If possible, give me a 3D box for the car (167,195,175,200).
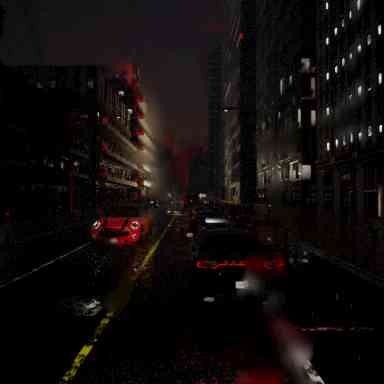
[{"bbox_3d":[-5.798,1.596,91.408,1.802,1.307,4.206,1,0,0],"label":"car"}]

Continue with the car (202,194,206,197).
[{"bbox_3d":[2.615,1.538,52.847,1.752,1.417,4.829,1,0,0],"label":"car"}]

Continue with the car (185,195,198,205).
[{"bbox_3d":[-0.100,1.366,58.893,2.097,1.767,4.553,0,0,0],"label":"car"}]

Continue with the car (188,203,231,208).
[{"bbox_3d":[0.848,1.533,18.317,1.812,1.442,4.674,0,0,0],"label":"car"}]

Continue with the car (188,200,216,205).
[{"bbox_3d":[0.807,1.535,24.315,1.812,1.442,4.674,0,0,0],"label":"car"}]

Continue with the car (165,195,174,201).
[{"bbox_3d":[-5.788,1.540,85.692,1.752,1.417,4.829,1,0,0],"label":"car"}]

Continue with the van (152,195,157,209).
[{"bbox_3d":[-5.742,1.353,41.489,1.690,1.788,3.998,1,0,0],"label":"van"}]

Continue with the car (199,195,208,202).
[{"bbox_3d":[2.579,1.455,74.869,1.967,1.590,4.097,1,0,0],"label":"car"}]

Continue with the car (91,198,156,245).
[{"bbox_3d":[-3.127,1.358,15.492,2.097,1.767,4.553,0,0,0],"label":"car"}]

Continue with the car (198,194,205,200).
[{"bbox_3d":[2.551,1.454,91.513,1.967,1.590,4.097,1,0,0],"label":"car"}]

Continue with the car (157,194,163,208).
[{"bbox_3d":[-5.751,1.327,47.036,2.192,1.841,5.009,1,0,0],"label":"car"}]

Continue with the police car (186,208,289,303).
[{"bbox_3d":[0.885,1.428,8.425,1.930,1.638,5.238,0,0,0],"label":"police car"}]

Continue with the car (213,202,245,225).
[{"bbox_3d":[2.662,1.554,24.937,1.887,1.381,4.507,1,0,0],"label":"car"}]

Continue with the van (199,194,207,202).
[{"bbox_3d":[2.572,1.356,80.417,1.690,1.788,3.998,1,0,0],"label":"van"}]

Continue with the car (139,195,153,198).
[{"bbox_3d":[-5.734,1.451,35.943,1.967,1.590,4.097,1,0,0],"label":"car"}]

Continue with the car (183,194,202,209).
[{"bbox_3d":[-0.064,1.234,45.515,2.150,2.045,5.566,0,0,0],"label":"car"}]

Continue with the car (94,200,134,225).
[{"bbox_3d":[-5.716,1.449,24.848,1.967,1.590,4.097,1,0,0],"label":"car"}]

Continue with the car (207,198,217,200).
[{"bbox_3d":[2.652,1.555,30.486,1.887,1.381,4.507,1,0,0],"label":"car"}]

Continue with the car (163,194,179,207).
[{"bbox_3d":[-3.091,1.504,53.341,2.128,1.511,4.902,0,0,0],"label":"car"}]

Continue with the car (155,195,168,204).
[{"bbox_3d":[-5.782,1.455,63.676,1.967,1.590,4.097,1,0,0],"label":"car"}]

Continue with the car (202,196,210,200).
[{"bbox_3d":[2.634,1.562,41.581,2.008,1.369,4.403,1,0,0],"label":"car"}]

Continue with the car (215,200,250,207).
[{"bbox_3d":[2.673,1.448,19.389,1.967,1.590,4.097,1,0,0],"label":"car"}]

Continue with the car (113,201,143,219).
[{"bbox_3d":[-5.728,1.555,30.396,1.887,1.381,4.507,1,0,0],"label":"car"}]
